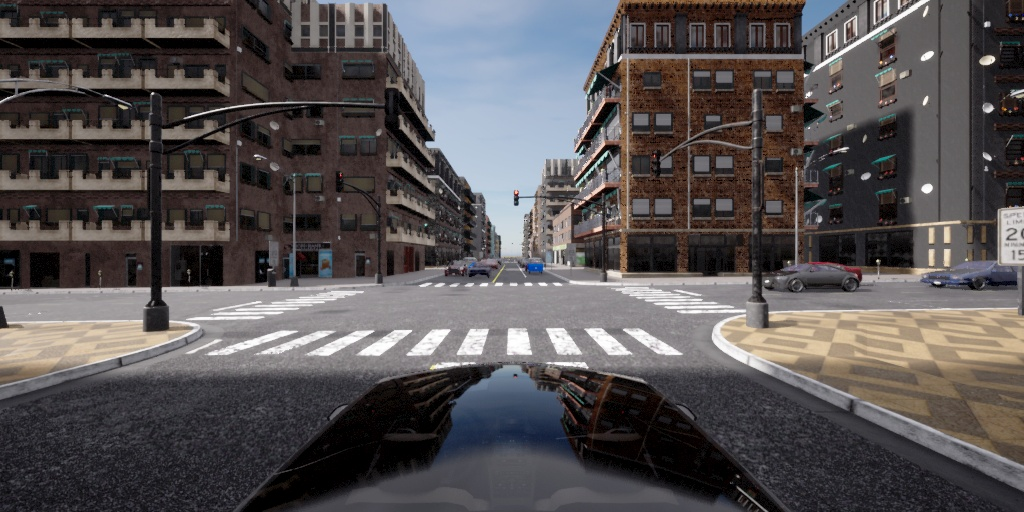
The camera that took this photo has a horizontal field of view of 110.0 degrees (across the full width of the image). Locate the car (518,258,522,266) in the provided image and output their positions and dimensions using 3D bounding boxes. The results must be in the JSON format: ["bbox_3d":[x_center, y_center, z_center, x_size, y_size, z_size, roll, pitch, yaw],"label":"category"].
[{"bbox_3d":[2.450,1.301,58.200,1.948,1.339,4.313,0,0,0],"label":"car"}]

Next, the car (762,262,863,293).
[{"bbox_3d":[15.026,1.088,18.310,4.181,1.385,1.994,-1,0,0],"label":"car"}]

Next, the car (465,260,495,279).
[{"bbox_3d":[-2.916,1.344,33.243,1.895,1.301,4.718,0,0,0],"label":"car"}]

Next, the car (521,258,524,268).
[{"bbox_3d":[2.565,1.283,47.038,1.888,1.381,4.507,0,0,0],"label":"car"}]

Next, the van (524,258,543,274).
[{"bbox_3d":[2.614,1.081,40.834,1.690,1.789,3.998,0,0,0],"label":"van"}]

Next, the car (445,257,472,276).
[{"bbox_3d":[-5.515,1.182,35.857,1.967,1.591,4.097,0,0,0],"label":"car"}]

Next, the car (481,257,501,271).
[{"bbox_3d":[-2.941,1.215,50.694,1.882,1.535,5.008,0,0,0],"label":"car"}]

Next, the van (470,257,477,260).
[{"bbox_3d":[-5.504,1.079,47.021,1.690,1.789,3.998,0,0,0],"label":"van"}]

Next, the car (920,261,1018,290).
[{"bbox_3d":[24.394,0.943,18.336,5.357,1.411,2.033,-1,0,0],"label":"car"}]
